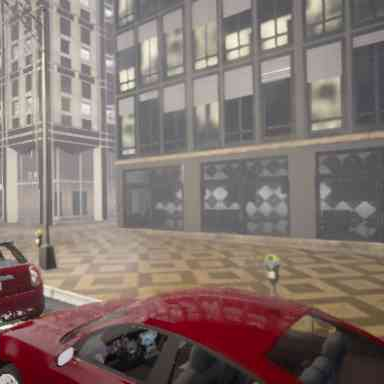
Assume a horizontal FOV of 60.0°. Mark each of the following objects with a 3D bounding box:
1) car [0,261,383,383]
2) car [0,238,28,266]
[{"bbox_3d":[-0.005,1.557,2.893,4.507,1.381,1.887,-1,-1,35],"label":"car"},{"bbox_3d":[-4.607,1.494,6.176,4.097,1.590,1.967,-1,-1,35],"label":"car"}]
